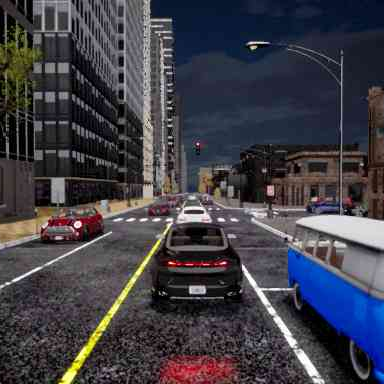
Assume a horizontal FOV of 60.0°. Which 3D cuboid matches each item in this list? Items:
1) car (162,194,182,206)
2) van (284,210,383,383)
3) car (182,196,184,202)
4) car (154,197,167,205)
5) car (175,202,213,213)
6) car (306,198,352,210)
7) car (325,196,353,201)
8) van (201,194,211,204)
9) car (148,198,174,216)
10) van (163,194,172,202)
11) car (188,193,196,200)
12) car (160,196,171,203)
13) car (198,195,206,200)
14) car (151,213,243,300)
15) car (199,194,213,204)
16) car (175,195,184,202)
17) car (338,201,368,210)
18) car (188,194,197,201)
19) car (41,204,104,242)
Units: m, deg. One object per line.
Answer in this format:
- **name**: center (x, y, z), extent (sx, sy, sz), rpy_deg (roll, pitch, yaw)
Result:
- **car**: center (-3.051, 1.340, 51.235), extent (2.097, 1.767, 4.553), rpy_deg (0, 0, 0)
- **van**: center (2.679, 1.340, 5.083), extent (1.690, 1.788, 3.998), rpy_deg (-1, 0, 0)
- **car**: center (-2.974, 1.548, 66.281), extent (1.994, 1.385, 4.181), rpy_deg (0, 0, 1)
- **car**: center (-5.619, 1.551, 59.764), extent (1.947, 1.339, 4.313), rpy_deg (-1, 0, 0)
- **car**: center (0.109, 1.520, 18.730), extent (1.812, 1.442, 4.674), rpy_deg (0, 0, 0)
- **car**: center (14.846, 1.684, 36.842), extent (4.181, 1.385, 1.994), rpy_deg (1, 1, 1)
- **car**: center (16.559, 1.411, 39.403), extent (5.009, 1.841, 2.192), rpy_deg (1, 0, 1)
- **van**: center (2.729, 1.325, 65.347), extent (1.690, 1.788, 3.998), rpy_deg (-1, 0, 0)
- **car**: center (-3.074, 1.555, 32.248), extent (1.994, 1.385, 4.181), rpy_deg (0, 0, 0)
- **van**: center (-5.609, 1.323, 76.697), extent (1.690, 1.788, 3.998), rpy_deg (-1, 0, 0)
- **car**: center (0.075, 1.257, 91.018), extent (2.097, 1.767, 4.553), rpy_deg (0, 0, 0)
- **car**: center (-5.610, 1.549, 71.053), extent (1.947, 1.339, 4.313), rpy_deg (-1, 0, 0)
- **car**: center (2.756, 1.531, 93.568), extent (2.008, 1.369, 4.403), rpy_deg (-1, 0, 0)
- **car**: center (0.104, 1.502, 8.374), extent (1.837, 1.490, 4.892), rpy_deg (0, 0, 0)
- **car**: center (2.726, 1.425, 59.703), extent (1.967, 1.590, 4.097), rpy_deg (-1, 0, 0)
- **car**: center (-2.936, 1.460, 76.990), extent (1.882, 1.535, 5.008), rpy_deg (0, 0, 0)
- **car**: center (16.443, 1.793, 31.026), extent (4.313, 1.339, 1.947), rpy_deg (1, 0, 1)
- **car**: center (0.067, 1.504, 81.015), extent (1.812, 1.442, 4.674), rpy_deg (0, 0, 0)
- **car**: center (-5.690, 1.435, 16.173), extent (1.967, 1.590, 4.097), rpy_deg (-1, 0, 0)
